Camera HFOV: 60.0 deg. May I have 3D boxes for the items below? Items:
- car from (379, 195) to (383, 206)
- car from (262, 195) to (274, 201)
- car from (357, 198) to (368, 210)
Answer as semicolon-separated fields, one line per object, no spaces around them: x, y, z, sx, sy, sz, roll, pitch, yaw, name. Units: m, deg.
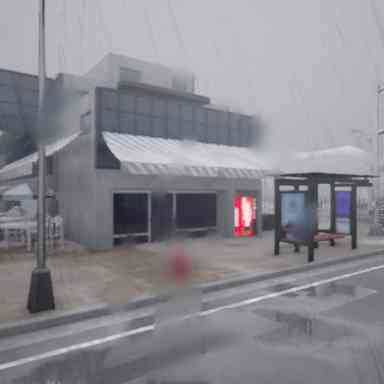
32.246;1.414;54.354;4.605;1.855;1.932;0;0;-36;car
19.111;1.665;87.136;5.027;1.636;2.152;0;0;-36;car
20.291;1.512;41.748;3.806;1.475;1.970;0;0;-36;car
